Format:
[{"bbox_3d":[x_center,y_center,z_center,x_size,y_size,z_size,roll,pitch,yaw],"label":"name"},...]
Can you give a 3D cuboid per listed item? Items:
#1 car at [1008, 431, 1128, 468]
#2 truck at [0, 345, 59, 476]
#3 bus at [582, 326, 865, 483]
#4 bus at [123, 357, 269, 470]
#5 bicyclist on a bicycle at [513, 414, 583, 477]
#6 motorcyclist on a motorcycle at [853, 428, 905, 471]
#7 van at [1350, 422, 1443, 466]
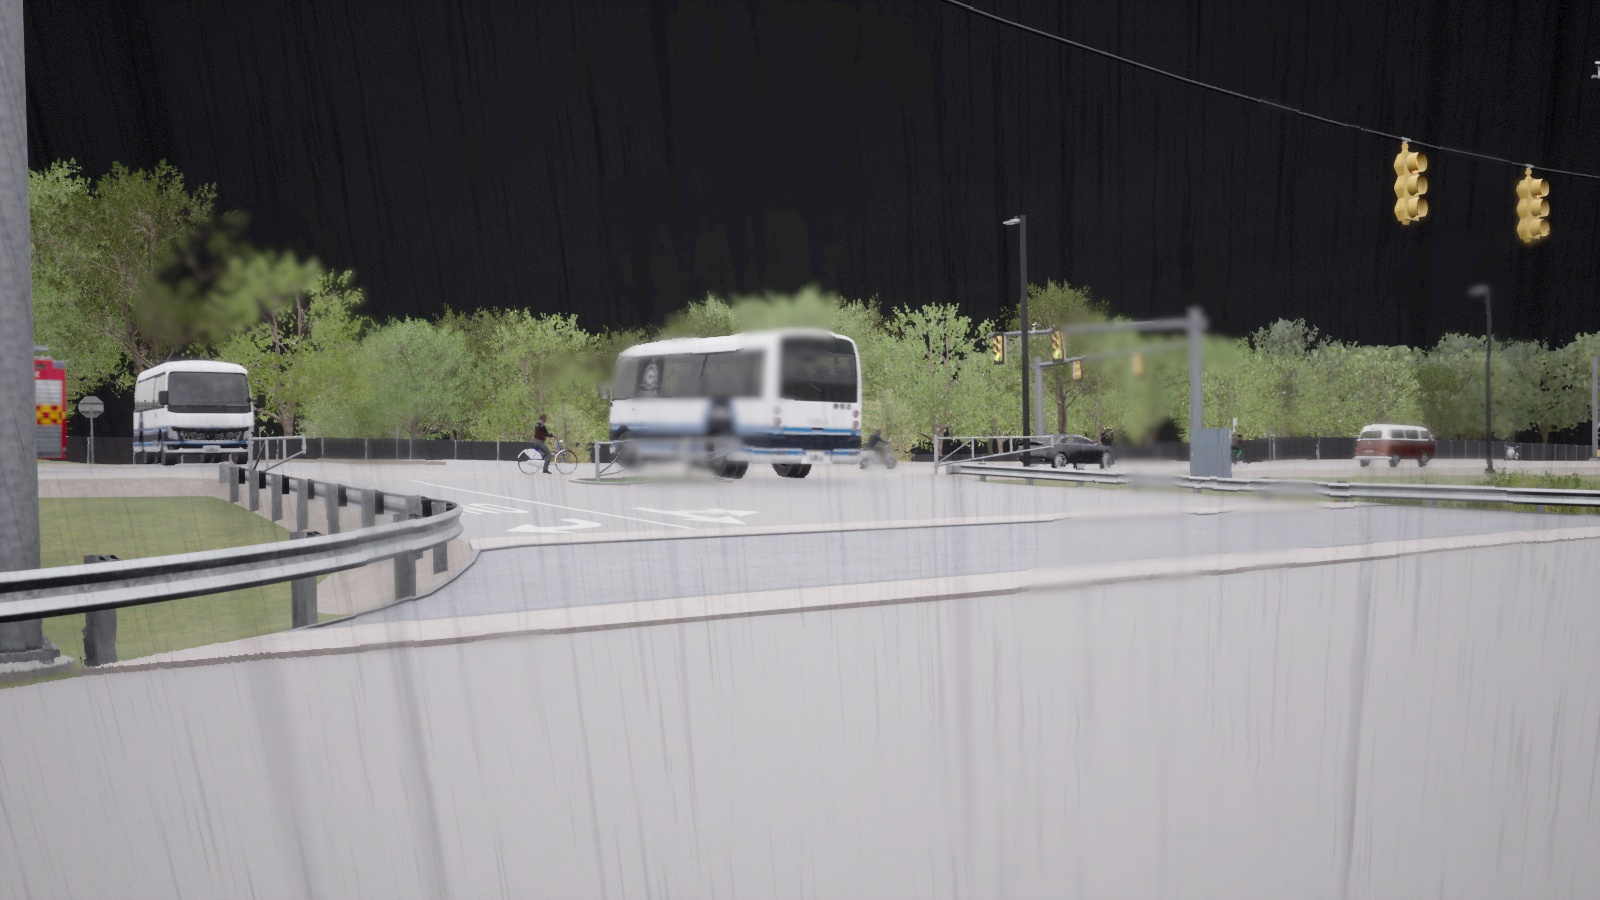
[{"bbox_3d":[11.348,-0.005,53.053,4.902,1.511,2.128,0,0,-34],"label":"car"},{"bbox_3d":[-26.405,-1.143,36.051,8.468,3.827,2.891,0,0,-39],"label":"truck"},{"bbox_3d":[-2.741,-1.334,39.392,3.944,4.253,10.273,0,1,-35],"label":"bus"},{"bbox_3d":[-25.439,-1.398,52.534,3.944,4.253,10.273,-1,0,-34],"label":"bus"},{"bbox_3d":[-7.273,-0.128,36.229,1.843,1.776,0.659,0,2,-34],"label":"bicyclist on a bicycle"},{"bbox_3d":[2.997,-0.019,47.410,1.817,1.590,0.866,0,0,-34],"label":"motorcyclist on a motorcycle"},{"bbox_3d":[28.831,-0.262,60.646,4.480,2.038,2.069,0,0,-34],"label":"van"}]
